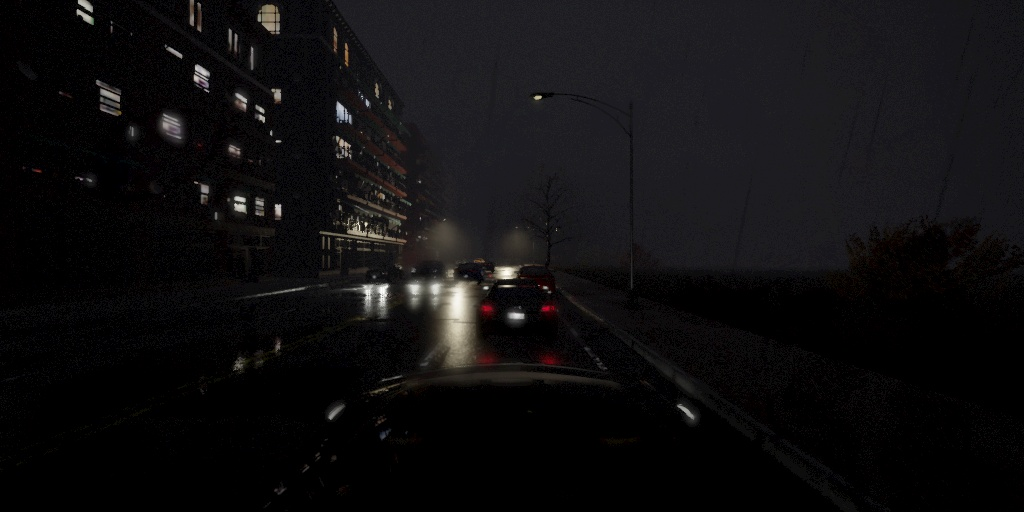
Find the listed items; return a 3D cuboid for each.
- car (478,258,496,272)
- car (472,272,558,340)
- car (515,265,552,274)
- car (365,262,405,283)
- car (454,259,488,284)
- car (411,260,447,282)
[{"bbox_3d":[-3.118,1.243,44.479,2.128,1.511,4.902,0,0,0],"label":"car"},{"bbox_3d":[0.107,1.315,10.018,1.994,1.385,4.181,0,0,0],"label":"car"},{"bbox_3d":[1.149,1.230,18.938,1.882,1.535,5.008,0,0,0],"label":"car"},{"bbox_3d":[-9.832,1.244,28.068,2.128,1.511,4.902,0,0,0],"label":"car"},{"bbox_3d":[-3.132,1.230,26.976,1.882,1.535,5.008,0,0,0],"label":"car"},{"bbox_3d":[-6.581,1.104,28.888,2.097,1.767,4.553,0,0,0],"label":"car"}]
